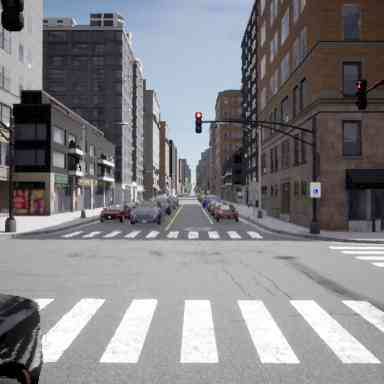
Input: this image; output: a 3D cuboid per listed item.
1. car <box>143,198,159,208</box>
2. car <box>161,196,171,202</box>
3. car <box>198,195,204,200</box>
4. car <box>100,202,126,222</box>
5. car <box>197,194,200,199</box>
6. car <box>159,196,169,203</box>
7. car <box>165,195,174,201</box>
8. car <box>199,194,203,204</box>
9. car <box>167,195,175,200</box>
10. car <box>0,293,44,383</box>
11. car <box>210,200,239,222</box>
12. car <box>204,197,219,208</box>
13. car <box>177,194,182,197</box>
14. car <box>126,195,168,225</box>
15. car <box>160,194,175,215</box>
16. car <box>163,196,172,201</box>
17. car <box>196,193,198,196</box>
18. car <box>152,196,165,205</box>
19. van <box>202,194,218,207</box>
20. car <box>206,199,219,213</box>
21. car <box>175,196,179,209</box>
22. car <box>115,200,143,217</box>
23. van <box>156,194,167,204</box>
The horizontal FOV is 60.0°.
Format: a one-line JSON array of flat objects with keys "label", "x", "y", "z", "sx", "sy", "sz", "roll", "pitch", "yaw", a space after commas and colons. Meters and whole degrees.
[{"label": "car", "x": -5.931, "y": 1.596, "z": 48.707, "sx": 1.802, "sy": 1.307, "sz": 4.206, "roll": 1, "pitch": 0, "yaw": 0}, {"label": "car", "x": -5.979, "y": 1.582, "z": 77.071, "sx": 2.008, "sy": 1.369, "sz": 4.403, "roll": 1, "pitch": 0, "yaw": 0}, {"label": "car", "x": 2.519, "y": 1.565, "z": 94.271, "sx": 1.752, "sy": 1.417, "sz": 4.829, "roll": 1, "pitch": 0, "yaw": 0}, {"label": "car", "x": -5.893, "y": 1.551, "z": 26.015, "sx": 1.887, "sy": 1.381, "sz": 4.507, "roll": 1, "pitch": 0, "yaw": 0}, {"label": "car", "x": 2.556, "y": 1.593, "z": 71.407, "sx": 1.947, "sy": 1.339, "sz": 4.313, "roll": 1, "pitch": 0, "yaw": 0}, {"label": "car", "x": -5.969, "y": 1.609, "z": 71.398, "sx": 1.802, "sy": 1.307, "sz": 4.206, "roll": 1, "pitch": 0, "yaw": 0}, {"label": "car", "x": -5.998, "y": 1.603, "z": 88.417, "sx": 1.947, "sy": 1.339, "sz": 4.313, "roll": 1, "pitch": 0, "yaw": 0}, {"label": "car", "x": 2.597, "y": 1.329, "z": 48.714, "sx": 2.192, "sy": 1.841, "sz": 5.009, "roll": 1, "pitch": 0, "yaw": 0}, {"label": "car", "x": -6.007, "y": 1.585, "z": 94.089, "sx": 1.887, "sy": 1.381, "sz": 4.507, "roll": 1, "pitch": 0, "yaw": 0}, {"label": "car", "x": -2.653, "y": 1.479, "z": 1.368, "sx": 1.882, "sy": 1.535, "sz": 5.008, "roll": 0, "pitch": 0, "yaw": 7}, {"label": "car", "x": 2.633, "y": 1.588, "z": 26.020, "sx": 1.802, "sy": 1.307, "sz": 4.206, "roll": 1, "pitch": 0, "yaw": 0}, {"label": "car", "x": 2.613, "y": 1.591, "z": 37.367, "sx": 1.802, "sy": 1.307, "sz": 4.206, "roll": 1, "pitch": 0, "yaw": 0}, {"label": "car", "x": -3.143, "y": 1.508, "z": 54.109, "sx": 2.128, "sy": 1.511, "sz": 4.902, "roll": 0, "pitch": 0, "yaw": 0}, {"label": "car", "x": -3.137, "y": 1.358, "z": 24.112, "sx": 2.097, "sy": 1.767, "sz": 4.553, "roll": 0, "pitch": 0, "yaw": 0}, {"label": "car", "x": -3.154, "y": 1.360, "z": 33.933, "sx": 2.097, "sy": 1.767, "sz": 4.553, "roll": 0, "pitch": 0, "yaw": 0}, {"label": "car", "x": -5.989, "y": 1.600, "z": 82.744, "sx": 1.947, "sy": 1.339, "sz": 4.313, "roll": 1, "pitch": 0, "yaw": 0}, {"label": "car", "x": 2.539, "y": 1.349, "z": 82.754, "sx": 2.192, "sy": 1.841, "sz": 5.009, "roll": 1, "pitch": 0, "yaw": 0}, {"label": "car", "x": -5.949, "y": 1.461, "z": 60.052, "sx": 1.967, "sy": 1.590, "sz": 4.097, "roll": 1, "pitch": 0, "yaw": 0}, {"label": "van", "x": 2.606, "y": 1.353, "z": 43.041, "sx": 1.690, "sy": 1.788, "sz": 3.998, "roll": 1, "pitch": 0, "yaw": 0}, {"label": "car", "x": 2.623, "y": 1.589, "z": 31.694, "sx": 1.802, "sy": 1.307, "sz": 4.206, "roll": 1, "pitch": 0, "yaw": 0}, {"label": "car", "x": -3.157, "y": 1.576, "z": 43.877, "sx": 1.994, "sy": 1.385, "sz": 4.181, "roll": 0, "pitch": 0, "yaw": 1}, {"label": "car", "x": -5.902, "y": 1.552, "z": 31.688, "sx": 1.887, "sy": 1.381, "sz": 4.507, "roll": 1, "pitch": 0, "yaw": 0}, {"label": "van", "x": -5.958, "y": 1.365, "z": 65.725, "sx": 1.690, "sy": 1.788, "sz": 3.998, "roll": 1, "pitch": 0, "yaw": 0}]
